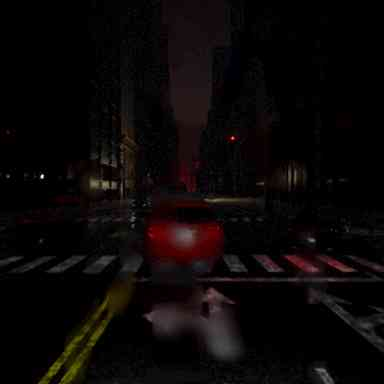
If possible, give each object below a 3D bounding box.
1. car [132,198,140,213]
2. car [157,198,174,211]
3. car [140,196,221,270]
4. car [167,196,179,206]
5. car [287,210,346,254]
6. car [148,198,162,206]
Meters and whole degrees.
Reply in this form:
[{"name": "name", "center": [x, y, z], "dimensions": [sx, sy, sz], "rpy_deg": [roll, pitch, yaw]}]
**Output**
[{"name": "car", "center": [-6.602, 1.562, 43.428], "dimensions": [1.837, 1.490, 4.892], "rpy_deg": [0, 0, 0]}, {"name": "car", "center": [-3.351, 1.562, 43.429], "dimensions": [1.837, 1.490, 4.892], "rpy_deg": [0, 0, 0]}, {"name": "car", "center": [-0.563, 1.236, 11.314], "dimensions": [2.150, 2.045, 5.566], "rpy_deg": [0, 0, -9]}, {"name": "car", "center": [-3.319, 1.547, 58.833], "dimensions": [1.882, 1.535, 5.008], "rpy_deg": [0, 0, 0]}, {"name": "car", "center": [5.211, 1.474, 13.711], "dimensions": [1.882, 1.535, 5.008], "rpy_deg": [-1, 1, 26]}, {"name": "car", "center": [-6.567, 1.670, 58.827], "dimensions": [1.895, 1.301, 4.718], "rpy_deg": [0, 0, 1]}]
